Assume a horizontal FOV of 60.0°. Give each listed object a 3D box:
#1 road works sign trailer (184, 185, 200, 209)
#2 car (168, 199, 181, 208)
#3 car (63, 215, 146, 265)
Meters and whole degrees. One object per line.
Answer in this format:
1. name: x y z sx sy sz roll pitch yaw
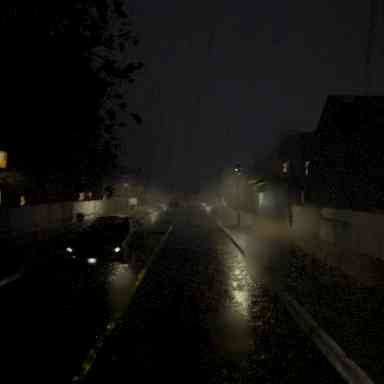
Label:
1. road works sign trailer: -0.010 0.762 52.057 2.380 3.560 2.880 0 -1 1
2. car: -2.816 1.859 53.580 2.033 1.411 5.357 0 -1 1
3. car: -2.851 1.584 12.156 2.033 1.411 5.357 0 0 0
